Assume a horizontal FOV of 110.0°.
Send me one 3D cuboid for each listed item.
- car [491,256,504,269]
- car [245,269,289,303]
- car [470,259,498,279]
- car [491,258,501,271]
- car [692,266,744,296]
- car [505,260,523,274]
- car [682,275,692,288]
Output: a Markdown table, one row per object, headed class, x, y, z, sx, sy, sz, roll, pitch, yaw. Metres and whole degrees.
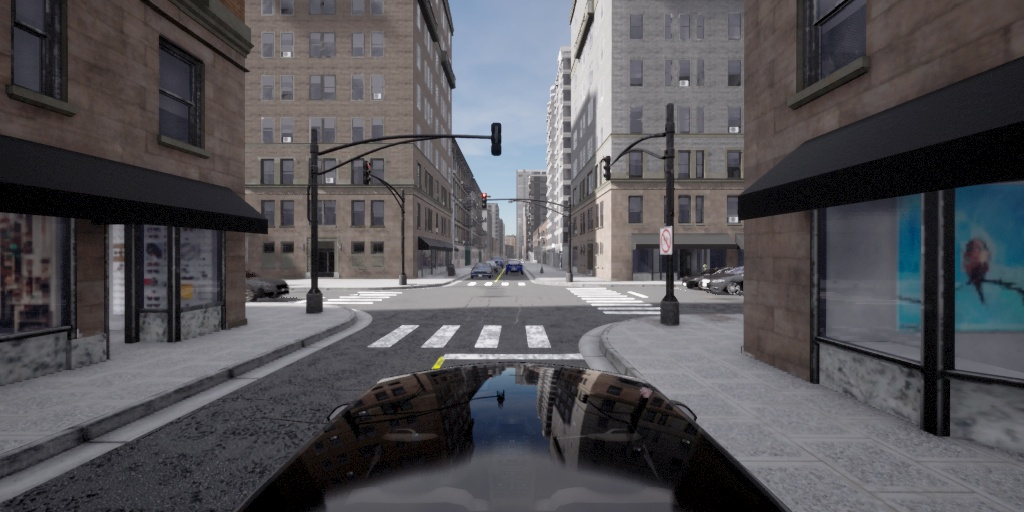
| class | x | y | z | sx | sy | sz | roll | pitch | yaw |
| --- | --- | --- | --- | --- | --- | --- | --- | --- | --- |
| car | -2.574 | 1.014 | 59.891 | 2.150 | 2.045 | 5.566 | 0 | 0 | 1 |
| car | -12.580 | 1.249 | 15.891 | 4.892 | 1.490 | 1.837 | 0 | 0 | 0 |
| car | -2.718 | 1.305 | 33.471 | 2.033 | 1.411 | 5.357 | 0 | 0 | 0 |
| car | -2.673 | 1.293 | 43.759 | 1.812 | 1.442 | 4.674 | 0 | 0 | 0 |
| car | 12.546 | 1.246 | 18.775 | 4.902 | 1.511 | 2.128 | 0 | 0 | 0 |
| car | 0.268 | 1.242 | 41.810 | 1.882 | 1.535 | 5.008 | 0 | 0 | 0 |
| car | 12.448 | 1.313 | 21.314 | 4.313 | 1.339 | 1.948 | 0 | 0 | 0 |
